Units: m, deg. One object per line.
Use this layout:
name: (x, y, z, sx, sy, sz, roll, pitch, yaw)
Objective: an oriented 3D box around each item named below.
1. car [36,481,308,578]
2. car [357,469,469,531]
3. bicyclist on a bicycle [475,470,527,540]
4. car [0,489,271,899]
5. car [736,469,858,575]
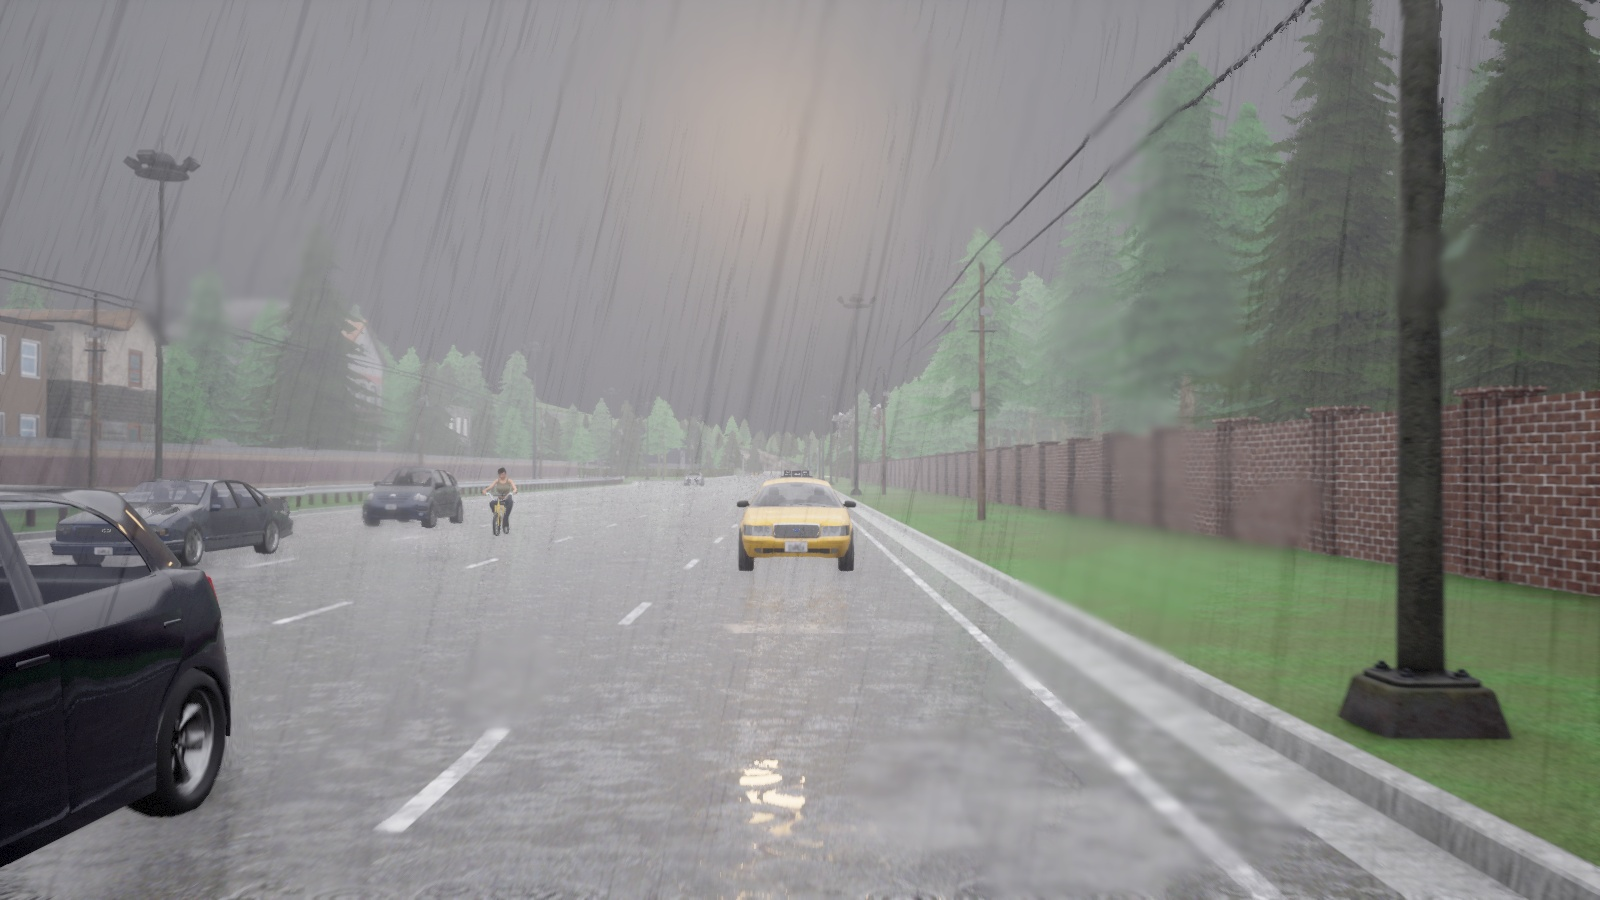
car: (-10.552, 1.268, 21.692, 2.033, 1.411, 5.357, 0, -1, 0)
car: (-10.584, 1.334, 34.637, 1.851, 1.617, 3.988, 0, -1, 0)
bicyclist on a bicycle: (-7.072, 1.278, 29.783, 0.866, 1.612, 1.509, 0, -1, 0)
car: (-3.510, 0.915, 4.324, 1.845, 1.501, 3.633, 0, -1, 0)
car: (-0.051, 1.110, 21.295, 1.801, 1.575, 5.366, 0, -1, 0)
